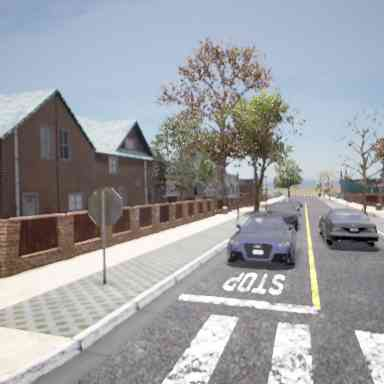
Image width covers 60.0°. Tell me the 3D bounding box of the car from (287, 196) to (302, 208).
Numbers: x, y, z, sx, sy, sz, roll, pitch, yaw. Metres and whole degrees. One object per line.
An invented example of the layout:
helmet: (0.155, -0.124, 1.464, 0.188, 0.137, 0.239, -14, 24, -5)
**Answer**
car: (13.843, 1.327, 44.716, 1.812, 1.442, 4.674, 0, 0, 19)

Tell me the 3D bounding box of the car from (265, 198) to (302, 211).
car: (5.633, 1.379, 20.622, 1.882, 1.535, 5.008, 0, 0, 19)

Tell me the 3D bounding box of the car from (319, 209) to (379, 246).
car: (6.842, 1.456, 14.913, 2.033, 1.411, 5.357, 0, 0, 17)

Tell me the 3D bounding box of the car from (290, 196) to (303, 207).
car: (8.968, 1.390, 30.503, 2.033, 1.411, 5.357, 0, 0, 19)

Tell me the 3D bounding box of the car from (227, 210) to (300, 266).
car: (2.509, 1.519, 11.358, 1.994, 1.385, 4.181, 0, 0, 19)
